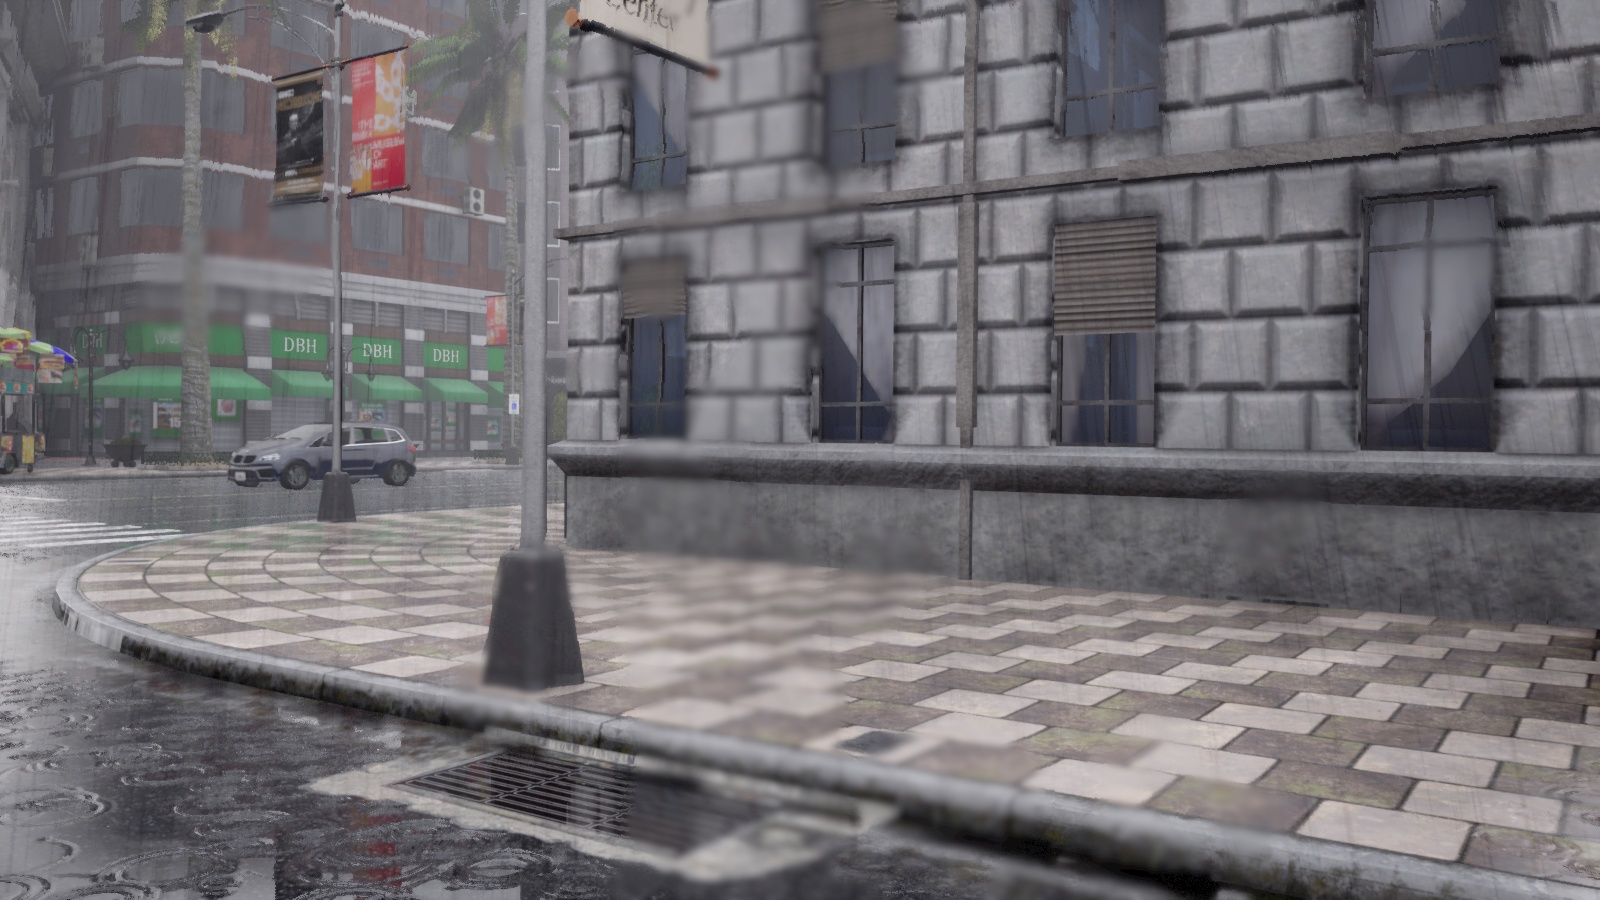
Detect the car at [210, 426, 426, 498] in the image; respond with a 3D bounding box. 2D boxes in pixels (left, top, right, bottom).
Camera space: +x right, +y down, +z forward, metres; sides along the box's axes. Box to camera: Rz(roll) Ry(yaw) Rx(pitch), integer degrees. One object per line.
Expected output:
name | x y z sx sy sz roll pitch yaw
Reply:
car | -12.026 0.254 31.604 2.242 1.667 4.611 0 1 34
